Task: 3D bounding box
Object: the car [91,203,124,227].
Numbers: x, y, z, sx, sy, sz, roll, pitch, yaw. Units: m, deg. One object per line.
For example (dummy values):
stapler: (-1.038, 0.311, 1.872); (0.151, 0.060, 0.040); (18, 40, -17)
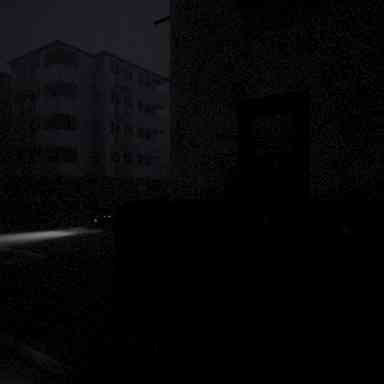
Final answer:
car: (-4.476, 1.482, 22.282); (2.128, 1.511, 4.902); (0, 0, 35)
